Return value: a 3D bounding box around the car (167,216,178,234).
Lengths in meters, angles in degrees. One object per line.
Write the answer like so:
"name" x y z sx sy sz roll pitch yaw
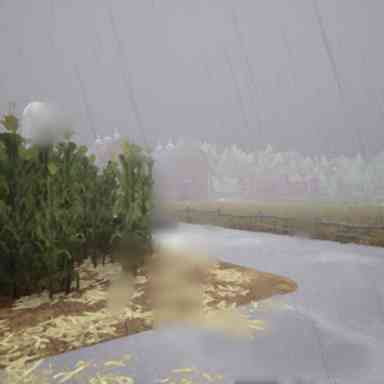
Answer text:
"car" -2.565 1.666 19.271 1.994 1.385 4.181 0 -1 -35
